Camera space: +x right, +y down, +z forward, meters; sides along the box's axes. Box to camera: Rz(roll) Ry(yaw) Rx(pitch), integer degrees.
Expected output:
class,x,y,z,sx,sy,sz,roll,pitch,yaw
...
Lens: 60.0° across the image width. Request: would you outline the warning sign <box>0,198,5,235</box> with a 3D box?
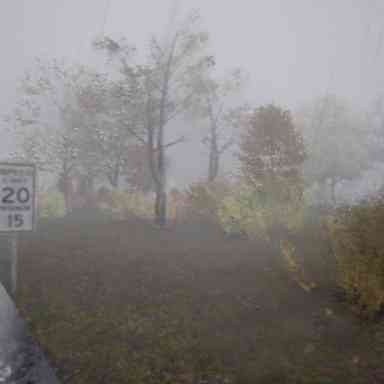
class,x,y,z,sx,sy,sz,roll,pitch,yaw
warning sign,-10.519,1.252,17.229,1.300,1.860,1.060,1,-1,-36
